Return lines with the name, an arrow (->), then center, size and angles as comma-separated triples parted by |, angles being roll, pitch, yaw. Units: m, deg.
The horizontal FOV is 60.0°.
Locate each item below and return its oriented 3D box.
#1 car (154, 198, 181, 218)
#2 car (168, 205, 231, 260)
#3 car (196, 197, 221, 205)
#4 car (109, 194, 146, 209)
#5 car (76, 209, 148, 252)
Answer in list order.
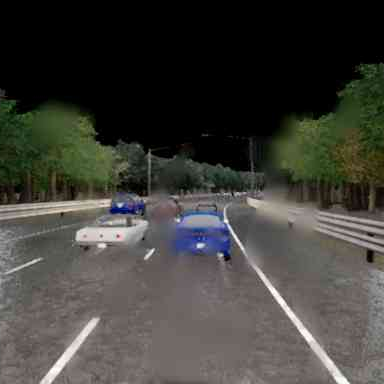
car -> -2.121, 1.362, 30.391 | 2.097, 1.767, 4.553 | 0, 0, 4
car -> 0.367, 1.474, 12.496 | 1.882, 1.535, 5.008 | 0, 0, 2
car -> 1.401, 1.507, 30.559 | 2.128, 1.511, 4.902 | 0, 0, 4
car -> -5.680, 1.226, 29.875 | 2.150, 2.045, 5.566 | 0, 0, 4
car -> -3.087, 1.594, 13.947 | 1.895, 1.301, 4.718 | 0, 0, 2
